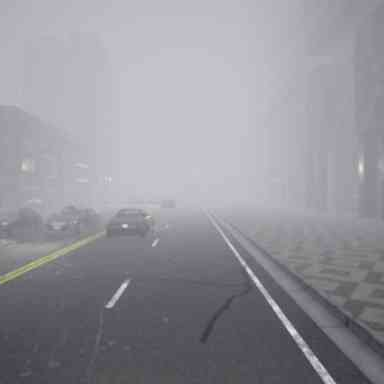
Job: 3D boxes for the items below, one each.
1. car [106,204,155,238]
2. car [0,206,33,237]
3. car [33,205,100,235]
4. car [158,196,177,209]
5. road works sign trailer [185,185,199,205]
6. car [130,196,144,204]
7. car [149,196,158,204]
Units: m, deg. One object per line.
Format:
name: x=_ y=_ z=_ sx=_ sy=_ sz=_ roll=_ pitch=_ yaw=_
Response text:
car: x=-3.149 y=1.567 z=17.630 sx=1.994 sy=1.385 sz=4.181 roll=0 pitch=0 yaw=0
car: x=-9.848 y=1.529 z=18.273 sx=1.812 sy=1.442 sz=4.674 roll=0 pitch=0 yaw=0
car: x=-6.597 y=1.495 z=18.741 sx=2.128 sy=1.511 sz=4.902 roll=0 pitch=0 yaw=0
car: x=-3.150 y=1.487 z=45.476 sx=1.882 sy=1.535 sz=5.008 roll=0 pitch=0 yaw=0
road works sign trailer: x=0.016 y=0.477 z=56.403 sx=2.380 sy=3.560 sz=2.880 roll=0 pitch=0 yaw=0
car: x=-9.780 y=1.516 z=59.418 sx=1.837 sy=1.490 sz=4.892 roll=0 pitch=0 yaw=1
car: x=-6.530 y=1.505 z=59.477 sx=2.128 sy=1.511 sz=4.902 roll=0 pitch=0 yaw=1
